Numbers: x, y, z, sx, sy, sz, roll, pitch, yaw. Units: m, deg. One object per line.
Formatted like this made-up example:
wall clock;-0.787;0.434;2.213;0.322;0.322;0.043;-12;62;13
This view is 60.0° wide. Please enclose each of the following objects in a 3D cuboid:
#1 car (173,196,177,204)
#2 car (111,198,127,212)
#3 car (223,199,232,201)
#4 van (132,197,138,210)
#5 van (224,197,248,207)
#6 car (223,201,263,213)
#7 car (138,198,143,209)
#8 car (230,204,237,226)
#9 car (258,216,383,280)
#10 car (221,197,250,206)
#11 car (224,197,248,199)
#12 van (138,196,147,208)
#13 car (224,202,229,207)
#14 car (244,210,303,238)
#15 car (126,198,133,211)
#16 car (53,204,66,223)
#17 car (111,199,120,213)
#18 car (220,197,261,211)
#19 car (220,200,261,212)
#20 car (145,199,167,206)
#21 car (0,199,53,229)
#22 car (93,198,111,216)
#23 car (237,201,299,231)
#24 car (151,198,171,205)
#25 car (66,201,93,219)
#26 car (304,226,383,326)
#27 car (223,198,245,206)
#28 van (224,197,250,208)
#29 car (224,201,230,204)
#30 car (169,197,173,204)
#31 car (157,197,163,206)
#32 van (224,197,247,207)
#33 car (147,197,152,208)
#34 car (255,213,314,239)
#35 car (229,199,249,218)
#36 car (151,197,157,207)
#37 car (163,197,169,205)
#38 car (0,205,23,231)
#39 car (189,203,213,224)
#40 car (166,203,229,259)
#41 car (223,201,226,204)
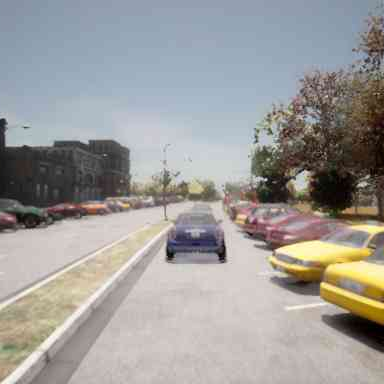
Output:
car;-7.259;2.523;88.963;5.008;1.535;2.097;-1;-1;-14
car;-11.528;2.007;44.039;5.008;1.535;2.097;-1;-1;-15
car;6.323;1.922;38.757;5.008;1.535;2.097;1;-1;-15
van;-10.875;1.849;50.077;4.442;1.987;1.878;-1;-1;-15
van;8.630;1.994;65.371;4.442;1.987;1.878;1;0;-15
car;6.810;1.989;44.670;4.892;1.521;2.231;1;-1;-15
car;-10.733;2.141;53.029;4.792;1.488;2.163;-1;0;-15
car;5.442;1.722;21.075;5.366;1.575;1.946;1;-1;-17
car;4.735;1.584;9.113;5.366;1.575;1.946;1;0;-19
car;9.330;2.038;71.340;5.566;2.045;2.435;1;-1;-15
car;6.538;1.829;41.706;4.553;1.767;2.185;1;-1;-15
van;-10.315;1.919;56.075;4.442;1.987;1.878;-1;-1;-15
car;5.544;1.789;26.933;5.008;1.535;2.097;1;-1;-17
car;5.047;1.696;15.098;4.674;1.452;2.002;1;-1;-18
car;-11.434;2.041;46.986;5.366;1.575;1.946;-1;-1;-15
car;-12.795;1.793;25.961;5.008;1.535;2.097;-1;-1;-17
car;-11.757;1.972;41.029;4.892;1.521;2.231;-1;0;-15
car;7.374;1.803;50.600;5.566;2.045;2.435;1;-1;-15
car;6.898;2.016;47.575;5.366;1.575;1.946;1;0;-15
car;-8.399;2.415;76.993;4.792;1.488;2.163;-1;-1;-15
car;-12.917;1.505;22.958;5.566;2.045;2.435;-1;-1;-18
car;-11.984;1.810;38.019;4.553;1.767;2.185;-1;-1;-16
car;5.121;1.563;18.051;4.553;1.767;2.185;1;-1;-18
car;-7.816;2.329;82.972;4.553;1.767;2.185;-1;0;-14
car;-12.428;1.864;31.987;5.008;1.535;2.097;-1;0;-17
car;5.037;1.556;6.278;5.366;1.575;1.946;1;-1;-19
car;9.833;2.230;77.251;4.553;1.767;2.185;1;-1;-15
van;8.351;1.961;62.406;4.442;1.987;1.878;1;0;-15
car;5.691;1.851;29.874;4.792;1.488;2.163;1;0;-16
car;-8.116;2.169;79.992;5.566;2.045;2.435;-1;-1;-15
car;-9.312;2.032;67.997;5.566;2.045;2.435;-1;0;-15
van;8.909;2.028;68.335;4.442;1.987;1.878;1;0;-15
car;-10.141;2.180;59.033;5.008;1.535;2.097;-1;-1;-15
car;4.968;1.663;12.138;4.674;1.452;2.002;1;-1;-18
car;5.432;1.631;23.981;4.553;1.767;2.185;1;0;-17
car;-9.882;1.964;62.016;5.566;2.045;2.435;-1;0;-15
car;-8.690;2.100;74.006;5.566;2.045;2.435;-1;-1;-15
car;-13.067;1.761;19.919;4.674;1.452;2.002;-1;0;-18
car;0.886;1.817;29.337;1.882;1.535;5.008;0;0;4
car;0.199;1.508;13.498;2.097;1.767;4.553;0;-1;2
car;5.938;1.885;32.858;4.792;1.488;2.163;1;-1;-16
